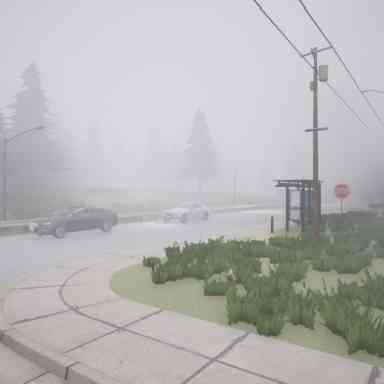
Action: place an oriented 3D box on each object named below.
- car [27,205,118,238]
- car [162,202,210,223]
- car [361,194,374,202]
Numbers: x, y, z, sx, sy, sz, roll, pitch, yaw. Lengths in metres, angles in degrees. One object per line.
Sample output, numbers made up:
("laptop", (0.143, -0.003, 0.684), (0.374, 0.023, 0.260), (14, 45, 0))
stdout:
("car", (-6.184, 1.492, 17.782), (2.128, 1.511, 4.902), (0, 0, 36))
("car", (-0.340, 1.526, 25.856), (1.812, 1.442, 4.674), (0, 0, 36))
("car", (40.389, 1.355, 76.486), (2.097, 1.767, 4.553), (0, 0, 36))
